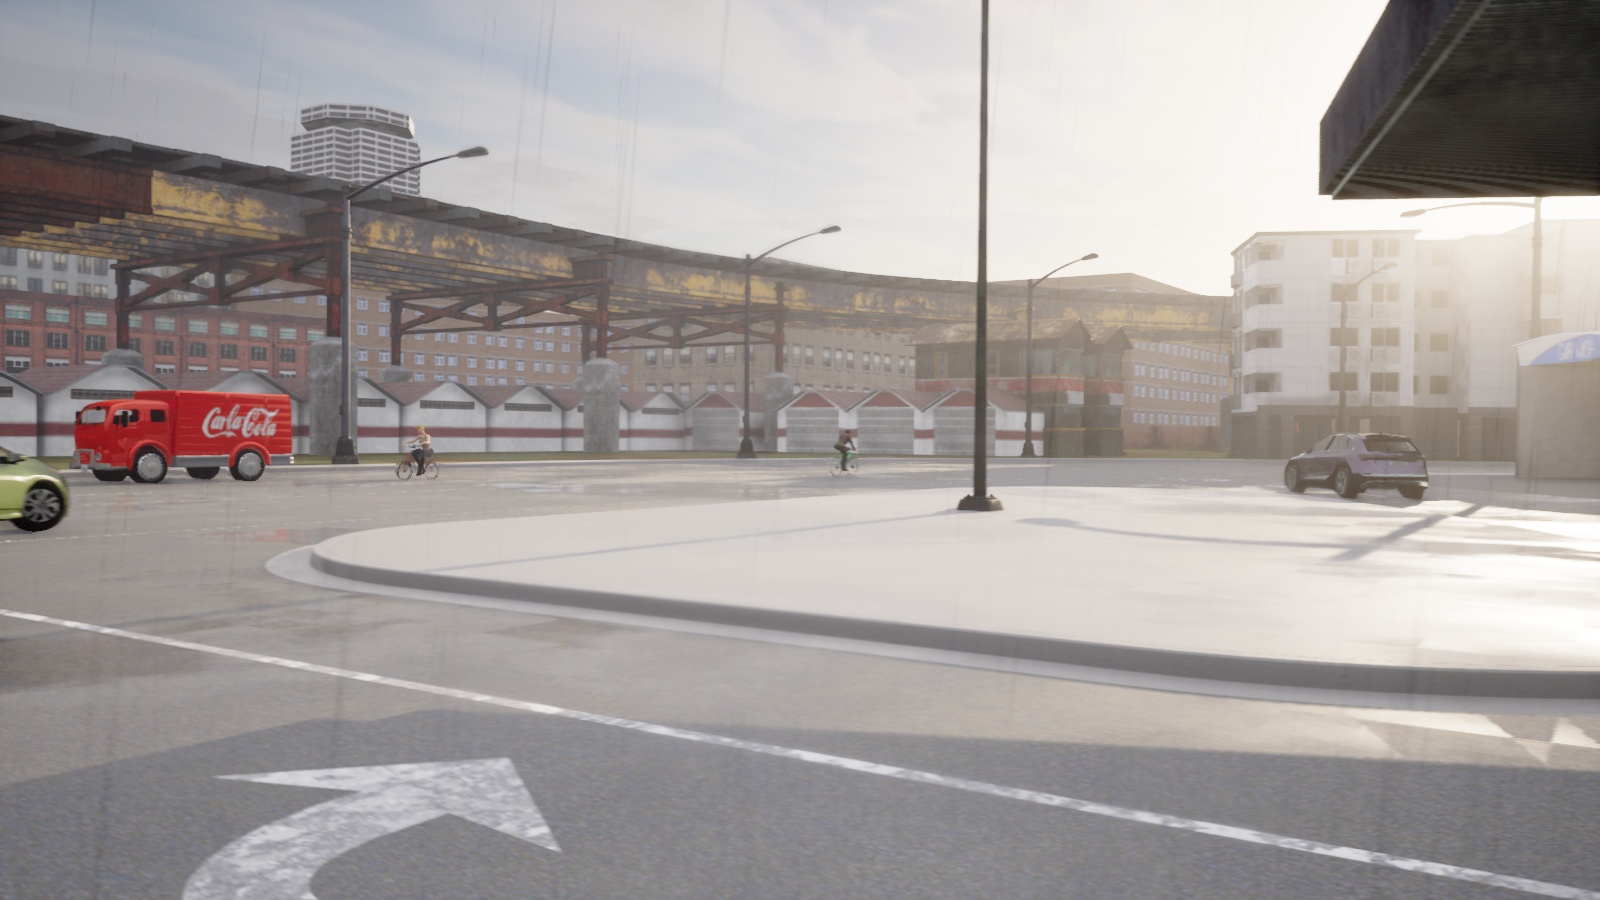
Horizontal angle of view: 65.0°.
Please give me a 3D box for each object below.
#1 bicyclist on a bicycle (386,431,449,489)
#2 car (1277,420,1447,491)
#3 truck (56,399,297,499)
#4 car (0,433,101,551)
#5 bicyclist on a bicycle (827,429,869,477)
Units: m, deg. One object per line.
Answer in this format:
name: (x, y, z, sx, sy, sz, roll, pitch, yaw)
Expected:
bicyclist on a bicycle: (-11.024, 0.273, 36.220, 0.866, 1.612, 1.509, 0, 1, 34)
car: (14.161, 0.096, 32.010, 2.033, 1.649, 4.856, 0, 1, -2)
truck: (-16.735, -0.068, 33.996, 2.627, 2.467, 5.204, 0, 1, 34)
car: (-11.464, 0.562, 16.133, 2.007, 1.525, 4.514, -1, 1, 8)
bicyclist on a bicycle: (1.626, 0.090, 42.426, 0.582, 1.620, 1.656, 0, 1, 36)
